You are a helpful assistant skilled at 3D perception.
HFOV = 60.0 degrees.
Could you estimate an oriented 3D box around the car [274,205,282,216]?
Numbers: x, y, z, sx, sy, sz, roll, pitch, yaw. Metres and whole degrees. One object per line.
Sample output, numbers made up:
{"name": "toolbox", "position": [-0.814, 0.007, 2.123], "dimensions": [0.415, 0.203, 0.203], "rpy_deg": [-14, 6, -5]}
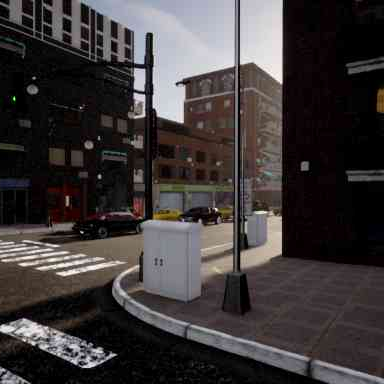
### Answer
{"name": "car", "position": [12.518, 2.394, 44.189], "dimensions": [2.033, 1.411, 5.357], "rpy_deg": [0, -1, 35]}

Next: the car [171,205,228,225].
{"name": "car", "position": [0.717, 1.962, 27.324], "dimensions": [1.837, 1.490, 4.892], "rpy_deg": [0, -1, 35]}

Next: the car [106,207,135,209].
{"name": "car", "position": [-5.397, 1.758, 23.112], "dimensions": [1.967, 1.590, 4.097], "rpy_deg": [-1, -2, 35]}

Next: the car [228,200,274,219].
{"name": "car", "position": [6.396, 1.866, 35.473], "dimensions": [2.150, 2.045, 5.566], "rpy_deg": [0, -1, 35]}

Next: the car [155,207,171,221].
{"name": "car", "position": [-2.337, 1.944, 27.501], "dimensions": [1.752, 1.417, 4.829], "rpy_deg": [-1, -2, 35]}

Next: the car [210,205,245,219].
{"name": "car", "position": [3.979, 2.153, 36.565], "dimensions": [1.752, 1.417, 4.829], "rpy_deg": [-1, -2, 35]}

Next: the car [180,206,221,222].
{"name": "car", "position": [0.918, 2.092, 32.172], "dimensions": [1.947, 1.339, 4.313], "rpy_deg": [-1, -2, 35]}

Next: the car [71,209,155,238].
{"name": "car", "position": [-4.645, 1.881, 19.634], "dimensions": [1.895, 1.301, 4.718], "rpy_deg": [0, -1, 35]}
